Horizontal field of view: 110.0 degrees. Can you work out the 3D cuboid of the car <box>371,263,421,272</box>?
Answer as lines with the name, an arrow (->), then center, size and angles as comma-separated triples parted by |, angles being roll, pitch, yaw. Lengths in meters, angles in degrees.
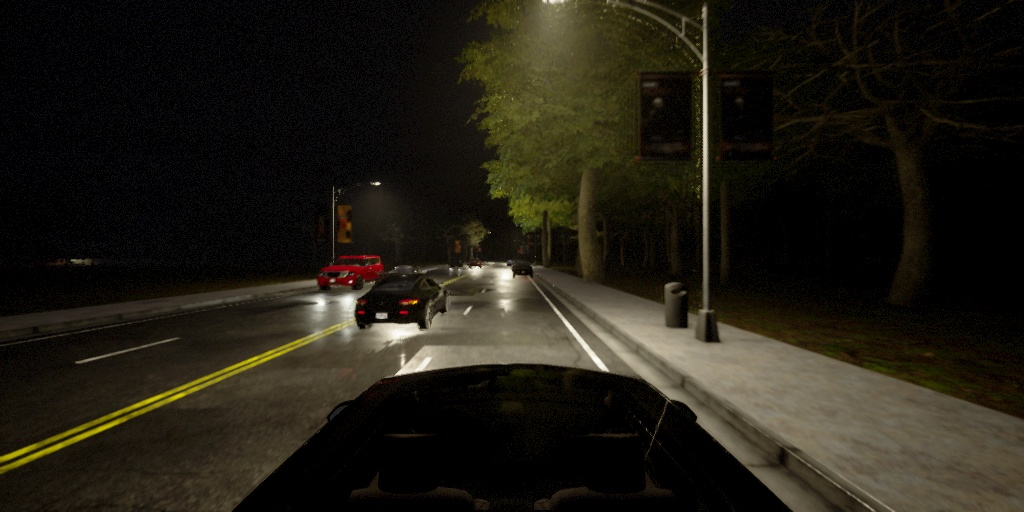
car -> -6.598, 1.310, 22.388 | 2.033, 1.411, 5.357 | 0, 0, 0

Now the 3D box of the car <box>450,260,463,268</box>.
car -> -9.779, 1.384, 63.508 | 1.837, 1.490, 4.892 | 0, 0, 1

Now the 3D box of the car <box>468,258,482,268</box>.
car -> -6.530, 1.228, 63.576 | 2.097, 1.767, 4.553 | 0, 0, 1

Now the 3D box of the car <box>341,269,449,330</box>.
car -> -3.163, 1.278, 10.989 | 1.812, 1.442, 4.674 | 0, 0, 0

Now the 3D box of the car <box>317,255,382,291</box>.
car -> -9.848, 0.982, 22.439 | 2.150, 2.045, 5.566 | 0, 0, 0

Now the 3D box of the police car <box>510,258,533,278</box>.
police car -> 0.975, 1.211, 34.072 | 1.930, 1.638, 5.238 | 0, 0, 0
